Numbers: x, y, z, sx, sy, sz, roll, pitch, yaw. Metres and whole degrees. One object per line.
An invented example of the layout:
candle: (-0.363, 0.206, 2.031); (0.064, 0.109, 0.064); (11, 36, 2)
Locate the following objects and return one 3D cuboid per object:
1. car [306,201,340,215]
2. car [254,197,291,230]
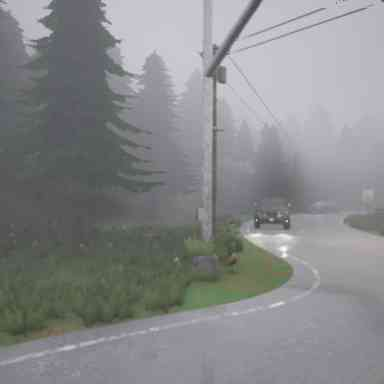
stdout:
car: (14.930, 1.776, 37.687); (4.674, 1.442, 1.812); (1, 0, -37)
car: (5.552, 1.358, 23.034); (2.150, 2.045, 5.566); (0, 0, 14)
